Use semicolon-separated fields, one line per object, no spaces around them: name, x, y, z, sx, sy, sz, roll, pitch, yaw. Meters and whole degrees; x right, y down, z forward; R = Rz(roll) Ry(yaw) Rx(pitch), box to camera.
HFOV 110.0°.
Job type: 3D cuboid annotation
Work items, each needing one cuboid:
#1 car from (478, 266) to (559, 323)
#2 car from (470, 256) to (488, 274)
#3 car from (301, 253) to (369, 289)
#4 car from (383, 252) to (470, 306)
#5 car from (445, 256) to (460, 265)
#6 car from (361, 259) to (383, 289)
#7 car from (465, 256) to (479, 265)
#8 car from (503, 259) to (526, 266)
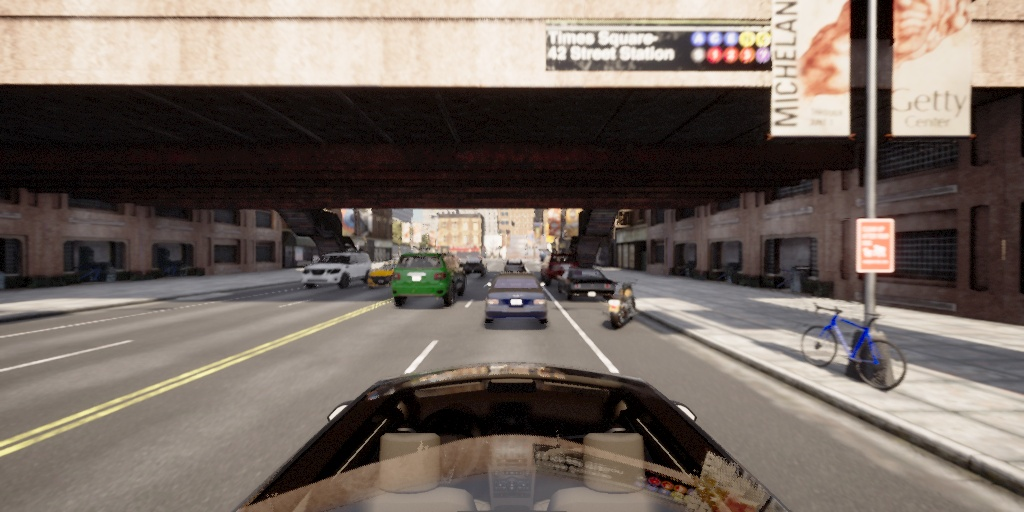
car;0.130;1.219;11.793;2.033;1.411;5.357;0;0;0
car;-3.281;1.016;32.226;1.837;1.490;4.892;0;0;0
car;-10.488;0.813;22.061;2.150;2.045;5.566;0;0;0
car;-3.336;0.865;15.309;2.150;2.045;5.566;0;0;1
car;-10.430;0.796;62.898;1.812;1.442;4.674;0;0;1
car;-6.992;1.072;21.675;1.882;1.535;5.008;0;0;0
car;-6.931;0.749;62.886;1.882;1.535;5.008;0;0;0
car;0.219;1.004;32.147;2.128;1.511;4.902;0;0;0
